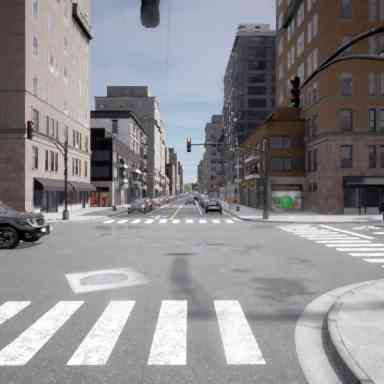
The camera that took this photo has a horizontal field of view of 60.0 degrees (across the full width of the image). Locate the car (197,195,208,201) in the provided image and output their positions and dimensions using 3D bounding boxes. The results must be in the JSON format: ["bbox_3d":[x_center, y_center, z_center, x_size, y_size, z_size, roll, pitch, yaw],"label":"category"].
[{"bbox_3d":[2.247,1.637,52.682,1.947,1.339,4.313,0,0,0],"label":"car"}]

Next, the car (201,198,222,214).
[{"bbox_3d":[2.261,1.606,36.149,1.947,1.339,4.313,0,0,0],"label":"car"}]

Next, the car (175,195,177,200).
[{"bbox_3d":[-5.811,1.721,91.251,1.887,1.381,4.507,0,0,0],"label":"car"}]

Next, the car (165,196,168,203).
[{"bbox_3d":[-5.783,1.634,58.186,2.008,1.369,4.403,0,0,0],"label":"car"}]

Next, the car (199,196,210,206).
[{"bbox_3d":[2.252,1.641,47.172,1.802,1.307,4.206,0,0,0],"label":"car"}]

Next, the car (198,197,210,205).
[{"bbox_3d":[2.237,1.647,63.704,2.008,1.369,4.403,0,0,0],"label":"car"}]

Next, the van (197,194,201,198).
[{"bbox_3d":[2.242,1.424,58.193,1.690,1.788,3.998,0,0,0],"label":"van"}]

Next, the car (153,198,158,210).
[{"bbox_3d":[-5.768,1.490,41.654,1.967,1.590,4.097,0,0,0],"label":"car"}]

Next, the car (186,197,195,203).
[{"bbox_3d":[-0.398,1.720,73.628,1.895,1.301,4.718,0,0,0],"label":"car"}]

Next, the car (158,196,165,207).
[{"bbox_3d":[-5.778,1.653,52.675,1.802,1.307,4.206,0,0,0],"label":"car"}]

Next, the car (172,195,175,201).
[{"bbox_3d":[-5.802,1.694,80.229,2.008,1.369,4.403,0,0,0],"label":"car"}]

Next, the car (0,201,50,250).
[{"bbox_3d":[-8.957,1.250,13.862,5.566,2.045,2.150,0,0,-1],"label":"car"}]

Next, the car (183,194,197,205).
[{"bbox_3d":[-0.300,1.639,61.860,2.033,1.411,5.357,0,0,0],"label":"car"}]

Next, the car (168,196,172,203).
[{"bbox_3d":[-5.793,1.552,69.208,1.967,1.590,4.097,0,0,0],"label":"car"}]

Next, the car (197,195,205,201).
[{"bbox_3d":[2.218,1.600,85.747,1.967,1.590,4.097,0,0,0],"label":"car"}]

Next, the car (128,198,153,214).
[{"bbox_3d":[-5.764,1.480,36.143,1.967,1.590,4.097,0,0,0],"label":"car"}]
